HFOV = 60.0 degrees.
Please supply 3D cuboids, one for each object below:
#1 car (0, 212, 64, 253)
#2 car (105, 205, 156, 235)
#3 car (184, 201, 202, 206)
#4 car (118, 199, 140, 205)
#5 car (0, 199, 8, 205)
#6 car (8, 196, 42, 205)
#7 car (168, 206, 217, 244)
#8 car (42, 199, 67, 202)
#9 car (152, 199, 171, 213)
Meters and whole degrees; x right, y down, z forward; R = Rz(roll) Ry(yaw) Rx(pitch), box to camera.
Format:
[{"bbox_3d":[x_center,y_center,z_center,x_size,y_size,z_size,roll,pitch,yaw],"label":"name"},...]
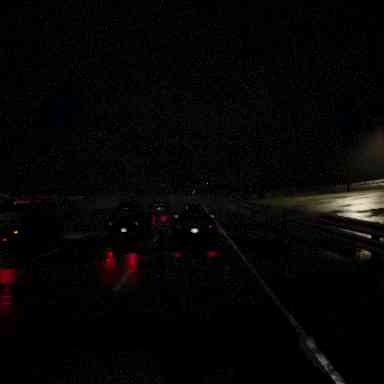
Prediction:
[{"bbox_3d":[-6.887,1.527,13.621,1.812,1.442,4.674,0,0,0],"label":"car"},{"bbox_3d":[-3.381,1.603,18.727,1.895,1.301,4.718,0,0,0],"label":"car"},{"bbox_3d":[0.140,1.606,34.616,1.895,1.301,4.718,0,0,0],"label":"car"},{"bbox_3d":[-6.857,1.511,36.491,1.837,1.490,4.892,0,0,0],"label":"car"},{"bbox_3d":[-24.529,1.576,43.889,1.994,1.385,4.181,0,0,0],"label":"car"},{"bbox_3d":[-21.037,1.364,42.792,2.097,1.767,4.553,0,0,0],"label":"car"},{"bbox_3d":[0.116,1.566,15.733,1.994,1.385,4.181,0,0,0],"label":"car"},{"bbox_3d":[-17.532,1.577,43.993,1.994,1.385,4.181,0,0,0],"label":"car"},{"bbox_3d":[-3.359,1.498,36.362,2.128,1.511,4.902,0,0,0],"label":"car"}]
